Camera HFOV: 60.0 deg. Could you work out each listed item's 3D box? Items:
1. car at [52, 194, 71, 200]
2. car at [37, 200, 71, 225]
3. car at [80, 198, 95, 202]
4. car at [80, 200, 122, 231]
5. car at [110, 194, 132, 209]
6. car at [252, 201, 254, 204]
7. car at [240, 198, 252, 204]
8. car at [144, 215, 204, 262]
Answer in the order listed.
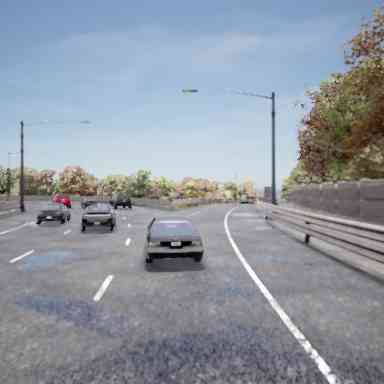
[{"bbox_3d":[-18.749,1.292,47.685,2.150,2.045,5.566,0,0,-27],"label":"car"},{"bbox_3d":[-10.204,1.563,24.753,1.812,1.442,4.674,0,0,-13],"label":"car"},{"bbox_3d":[-14.651,1.561,47.194,1.837,1.490,4.892,0,0,-26],"label":"car"},{"bbox_3d":[-5.731,1.513,20.844,2.128,1.511,4.902,0,0,-11],"label":"car"},{"bbox_3d":[-9.719,1.259,44.956,2.150,2.045,5.566,0,0,-24],"label":"car"},{"bbox_3d":[15.086,2.718,87.806,1.994,1.385,4.181,0,-4,16],"label":"car"},{"bbox_3d":[12.396,2.202,78.138,1.994,1.385,4.181,0,-3,15],"label":"car"},{"bbox_3d":[-0.755,1.551,12.138,2.033,1.411,5.357,0,0,-7],"label":"car"}]
